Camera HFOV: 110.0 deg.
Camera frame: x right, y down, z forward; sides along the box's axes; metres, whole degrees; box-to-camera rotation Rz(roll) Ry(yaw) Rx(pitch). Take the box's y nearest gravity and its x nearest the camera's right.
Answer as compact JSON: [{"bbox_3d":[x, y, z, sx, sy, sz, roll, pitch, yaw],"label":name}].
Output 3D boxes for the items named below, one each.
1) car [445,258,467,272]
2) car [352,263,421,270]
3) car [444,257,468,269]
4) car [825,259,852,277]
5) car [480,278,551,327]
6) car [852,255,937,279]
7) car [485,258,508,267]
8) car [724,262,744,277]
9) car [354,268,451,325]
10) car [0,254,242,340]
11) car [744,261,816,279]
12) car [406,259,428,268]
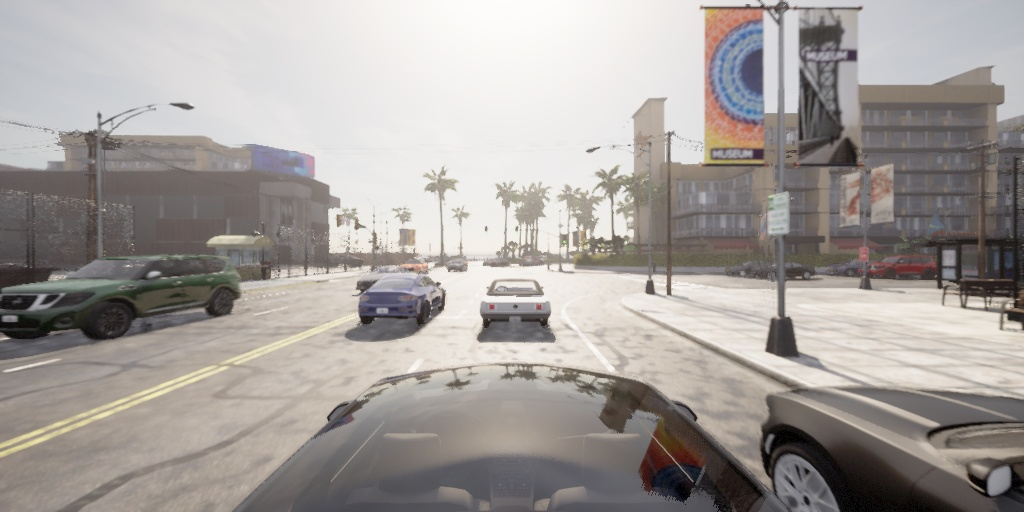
[{"bbox_3d":[-6.862,1.246,45.218,1.837,1.490,4.892,0,0,3],"label":"car"},{"bbox_3d":[-7.098,1.294,20.710,2.033,1.411,5.357,0,0,0],"label":"car"},{"bbox_3d":[-8.820,1.090,56.987,2.097,1.767,4.553,0,0,15],"label":"car"},{"bbox_3d":[33.534,1.095,35.110,4.553,1.767,2.097,0,0,0],"label":"car"},{"bbox_3d":[0.095,1.349,11.508,1.895,1.301,4.718,0,0,0],"label":"car"},{"bbox_3d":[34.008,0.966,31.617,5.566,2.045,2.150,0,0,0],"label":"car"},{"bbox_3d":[-2.434,1.088,64.622,2.097,1.767,4.553,0,0,25],"label":"car"},{"bbox_3d":[23.411,1.248,35.038,4.892,1.490,1.837,0,0,0],"label":"car"},{"bbox_3d":[-3.404,1.274,11.729,1.812,1.442,4.674,0,0,0],"label":"car"},{"bbox_3d":[-10.599,0.970,10.335,2.150,2.045,5.566,0,0,0],"label":"car"},{"bbox_3d":[23.754,1.222,31.541,5.008,1.535,1.882,0,0,0],"label":"car"},{"bbox_3d":[-10.499,1.094,38.653,2.097,1.767,4.553,0,0,1],"label":"car"}]
